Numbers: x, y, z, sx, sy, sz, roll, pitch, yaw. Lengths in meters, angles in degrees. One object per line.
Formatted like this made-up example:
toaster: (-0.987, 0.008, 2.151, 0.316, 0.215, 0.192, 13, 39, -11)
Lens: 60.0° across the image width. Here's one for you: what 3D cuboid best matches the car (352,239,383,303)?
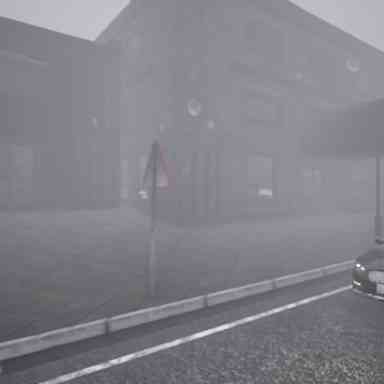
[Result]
car: (5.411, 1.444, 7.251, 4.902, 1.511, 2.128, 0, 0, -36)
